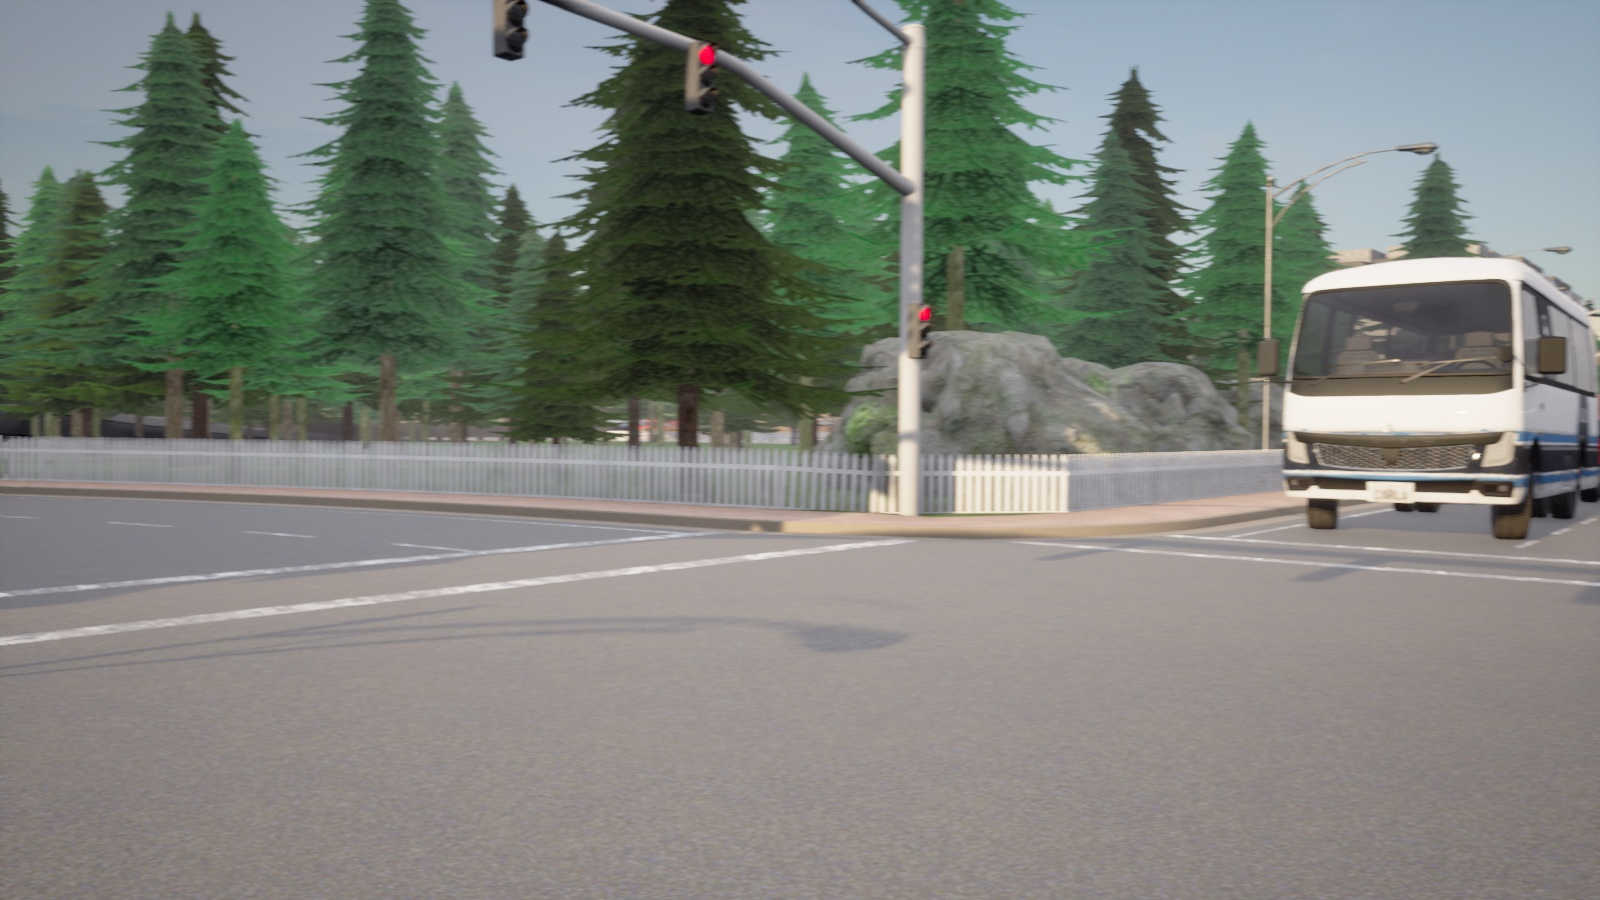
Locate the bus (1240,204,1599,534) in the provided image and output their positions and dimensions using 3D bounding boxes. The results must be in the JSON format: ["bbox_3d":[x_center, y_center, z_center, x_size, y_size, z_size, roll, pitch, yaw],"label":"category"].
[{"bbox_3d":[11.267,-1.104,21.451,3.944,4.253,10.273,0,1,38],"label":"bus"}]

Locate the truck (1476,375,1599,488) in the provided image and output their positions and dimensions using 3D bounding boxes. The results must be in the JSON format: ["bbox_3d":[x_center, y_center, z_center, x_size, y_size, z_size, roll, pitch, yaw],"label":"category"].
[{"bbox_3d":[18.237,-0.465,30.102,2.627,2.467,5.204,0,1,39],"label":"truck"}]
